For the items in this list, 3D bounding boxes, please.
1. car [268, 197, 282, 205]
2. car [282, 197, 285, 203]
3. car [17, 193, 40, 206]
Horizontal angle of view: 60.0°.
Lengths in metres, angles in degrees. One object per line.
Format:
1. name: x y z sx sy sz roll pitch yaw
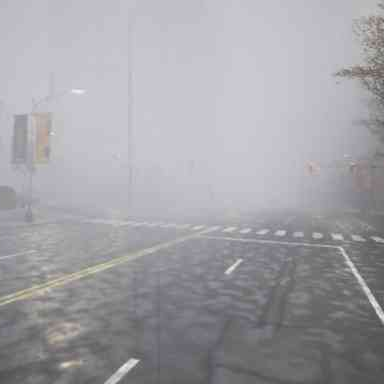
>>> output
1. car: 18.247 2.057 74.344 1.882 1.535 5.008 2 0 20
2. car: 23.855 2.099 89.817 2.097 1.767 4.553 2 0 20
3. car: -21.431 0.887 41.801 5.008 1.535 1.882 2 0 20
